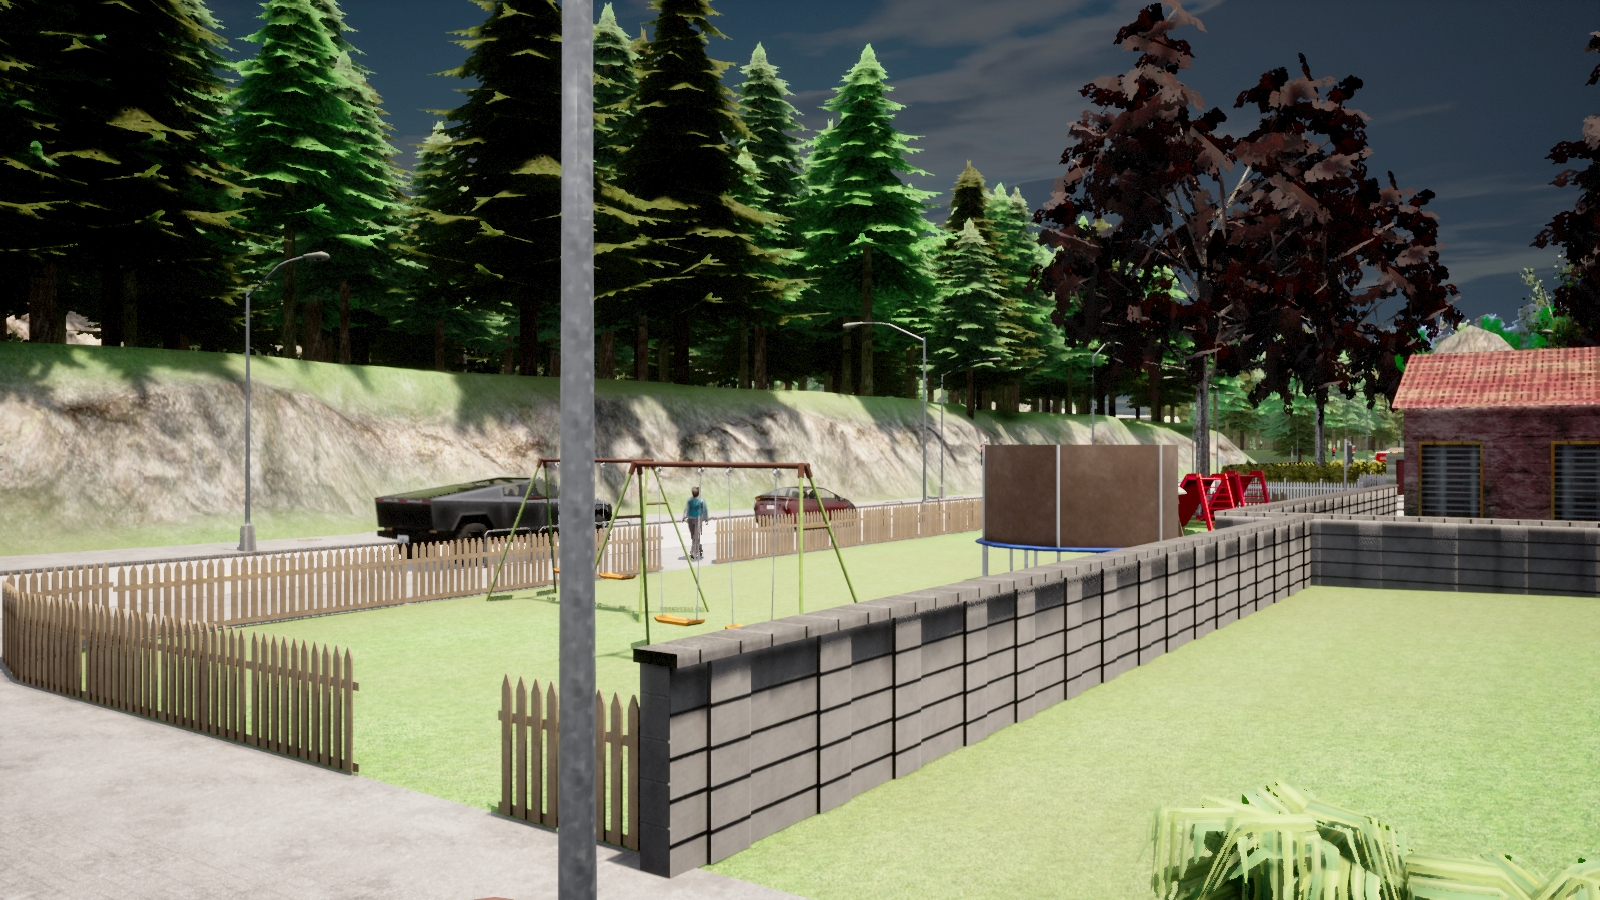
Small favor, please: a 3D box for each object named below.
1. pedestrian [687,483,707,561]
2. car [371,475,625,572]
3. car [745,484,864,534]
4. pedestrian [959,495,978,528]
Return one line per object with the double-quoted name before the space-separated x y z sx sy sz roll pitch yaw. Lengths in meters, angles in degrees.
"pedestrian" -2.513 1.745 27.892 0.375 1.860 0.375 0 0 19
"car" -7.582 1.754 29.442 2.390 2.098 6.274 0 0 35
"car" 0.223 2.040 40.660 2.007 1.525 4.514 0 0 35
"pedestrian" 5.870 2.125 39.739 0.500 1.100 0.500 0 0 35
